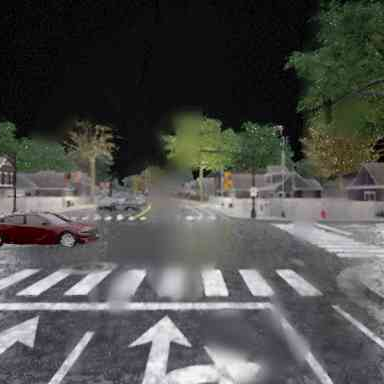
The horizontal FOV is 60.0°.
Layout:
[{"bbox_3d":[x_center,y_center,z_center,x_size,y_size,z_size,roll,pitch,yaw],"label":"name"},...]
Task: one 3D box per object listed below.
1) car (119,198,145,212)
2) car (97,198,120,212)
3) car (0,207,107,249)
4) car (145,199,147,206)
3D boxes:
[{"bbox_3d":[-7.736,1.773,43.105,2.033,1.411,5.357,0,0,-4],"label":"car"},{"bbox_3d":[-10.996,1.704,43.070,1.882,1.535,5.008,0,0,-3],"label":"car"},{"bbox_3d":[-6.607,1.596,14.529,5.008,1.535,1.882,0,0,3],"label":"car"},{"bbox_3d":[-9.214,1.789,60.565,2.128,1.511,4.902,0,0,-5],"label":"car"}]
